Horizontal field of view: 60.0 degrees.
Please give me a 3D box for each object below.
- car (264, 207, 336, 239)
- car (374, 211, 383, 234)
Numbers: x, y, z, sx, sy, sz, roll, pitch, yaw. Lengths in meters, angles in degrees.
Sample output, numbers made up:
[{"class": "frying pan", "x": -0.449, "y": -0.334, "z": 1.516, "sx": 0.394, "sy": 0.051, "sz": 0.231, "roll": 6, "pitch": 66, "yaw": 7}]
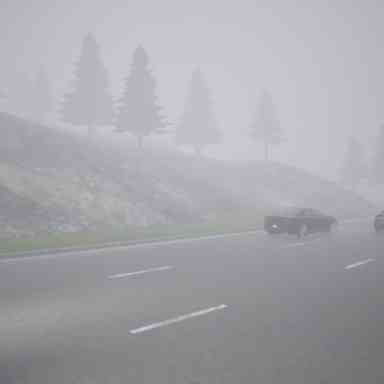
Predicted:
[{"class": "car", "x": 5.951, "y": 1.541, "z": 18.028, "sx": 5.008, "sy": 1.535, "sz": 1.882, "roll": 0, "pitch": 0, "yaw": -41}, {"class": "car", "x": 11.856, "y": 1.566, "z": 18.507, "sx": 4.902, "sy": 1.511, "sz": 2.128, "roll": 0, "pitch": 0, "yaw": -41}]
